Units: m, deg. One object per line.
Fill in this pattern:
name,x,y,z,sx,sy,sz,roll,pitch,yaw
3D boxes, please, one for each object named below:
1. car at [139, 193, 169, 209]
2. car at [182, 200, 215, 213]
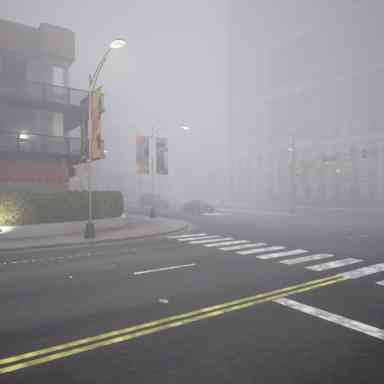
car,-5.262,1.221,45.308,2.150,2.045,5.566,0,0,-35
car,0.678,1.564,36.675,1.994,1.385,4.181,0,0,-35
